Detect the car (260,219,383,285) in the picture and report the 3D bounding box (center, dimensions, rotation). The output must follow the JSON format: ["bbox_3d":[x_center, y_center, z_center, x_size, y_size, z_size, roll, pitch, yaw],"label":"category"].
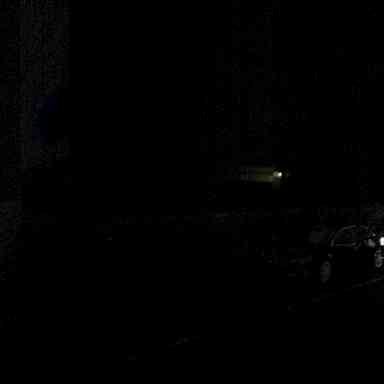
[{"bbox_3d":[3.797,1.531,9.359,4.403,1.369,2.008,0,0,-36],"label":"car"}]
